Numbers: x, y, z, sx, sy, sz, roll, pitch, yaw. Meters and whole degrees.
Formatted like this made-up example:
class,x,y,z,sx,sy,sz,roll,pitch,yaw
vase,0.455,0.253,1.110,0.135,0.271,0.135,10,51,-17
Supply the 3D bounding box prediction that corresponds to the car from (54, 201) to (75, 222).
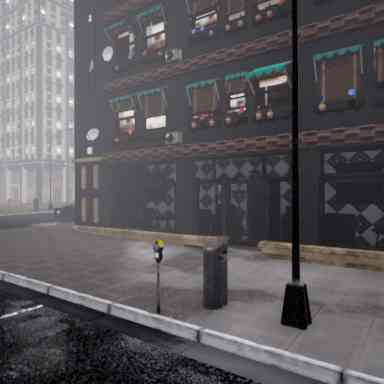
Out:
class,x,y,z,sx,sy,sz,roll,pitch,yaw
car,-7.266,1.276,22.770,1.947,1.339,4.313,1,1,35
